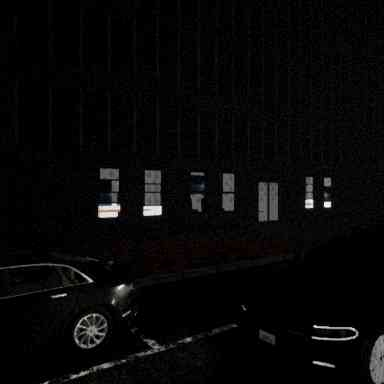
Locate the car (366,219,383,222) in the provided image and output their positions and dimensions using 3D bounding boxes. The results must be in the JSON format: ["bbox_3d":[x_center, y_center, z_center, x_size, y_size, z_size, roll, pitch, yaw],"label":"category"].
[{"bbox_3d":[6.408,1.582,11.097,4.206,1.307,1.802,0,0,-35],"label":"car"}]

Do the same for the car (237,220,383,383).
[{"bbox_3d":[2.942,1.477,5.460,5.008,1.535,1.882,0,0,-35],"label":"car"}]

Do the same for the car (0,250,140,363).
[{"bbox_3d":[-2.876,1.551,4.509,4.403,1.369,2.008,0,0,-35],"label":"car"}]
